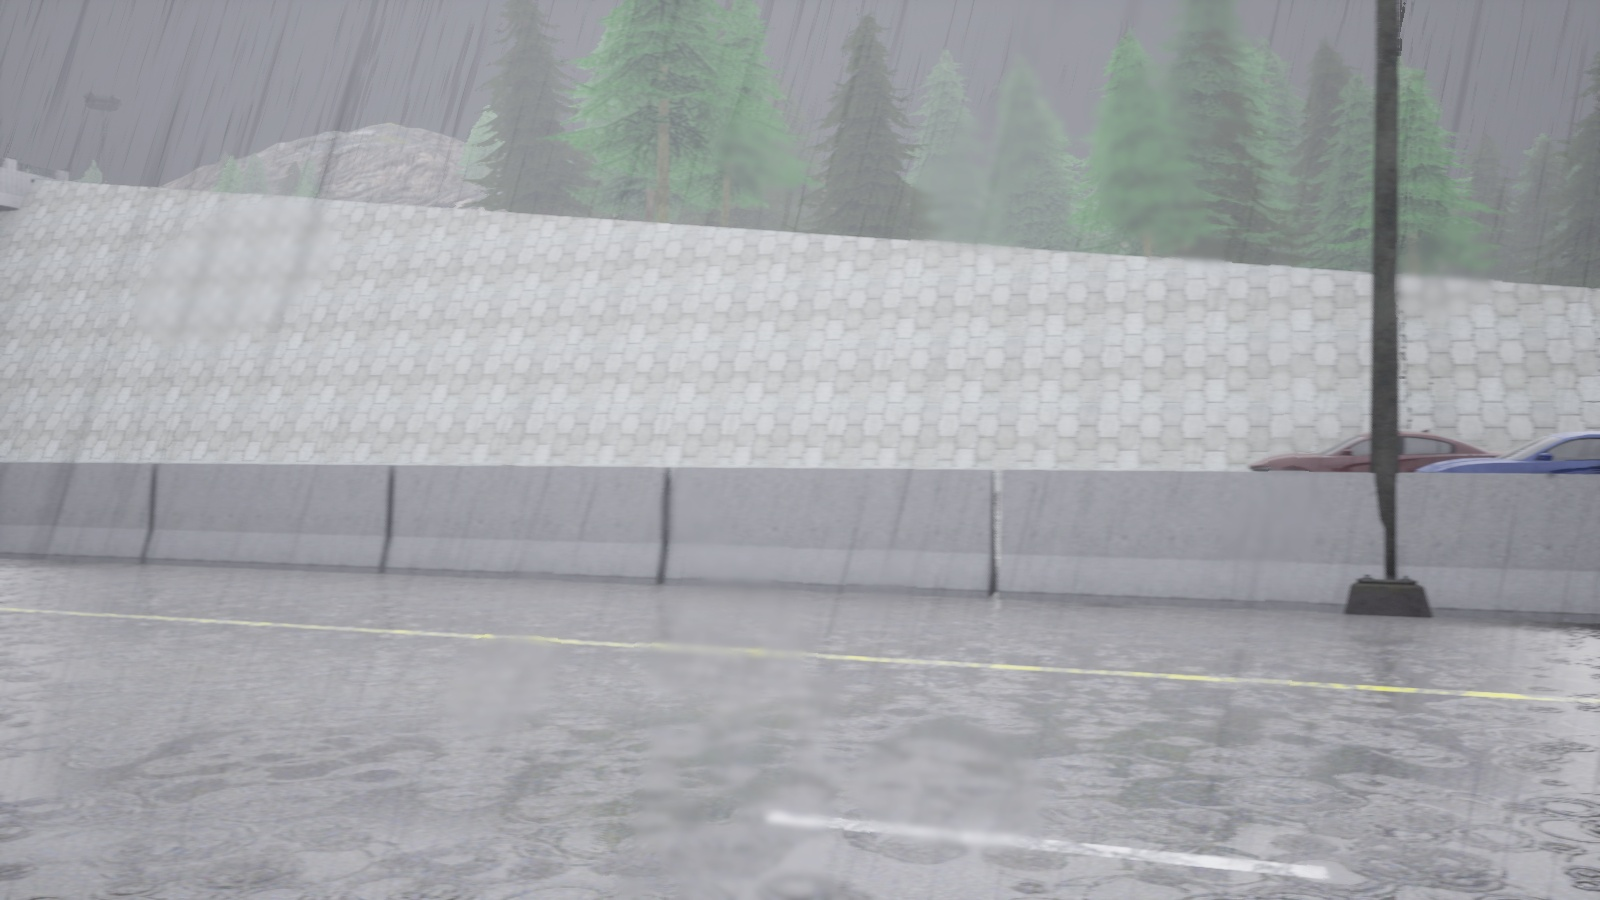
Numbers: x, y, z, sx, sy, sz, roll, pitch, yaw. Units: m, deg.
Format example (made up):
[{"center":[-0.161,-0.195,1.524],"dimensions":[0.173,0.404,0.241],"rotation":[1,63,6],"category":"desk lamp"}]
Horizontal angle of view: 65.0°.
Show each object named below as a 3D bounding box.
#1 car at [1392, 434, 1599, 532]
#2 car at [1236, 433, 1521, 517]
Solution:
[{"center":[12.800,0.521,21.041],"dimensions":[5.008,1.535,1.882],"rotation":[1,1,19],"category":"car"},{"center":[11.411,0.446,25.201],"dimensions":[5.008,1.535,1.882],"rotation":[1,1,19],"category":"car"}]
